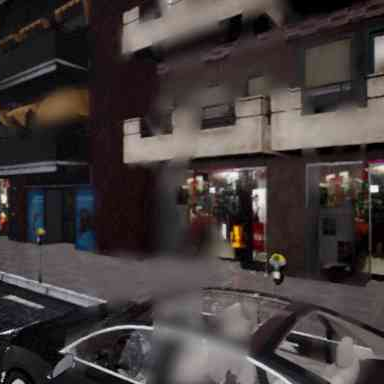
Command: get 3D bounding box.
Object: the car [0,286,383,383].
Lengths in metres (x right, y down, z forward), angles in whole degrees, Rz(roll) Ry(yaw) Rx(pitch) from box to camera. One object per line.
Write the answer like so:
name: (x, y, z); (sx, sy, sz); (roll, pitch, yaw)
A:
car: (0.039, 1.555, 2.848); (4.403, 1.369, 2.008); (0, 0, 35)
